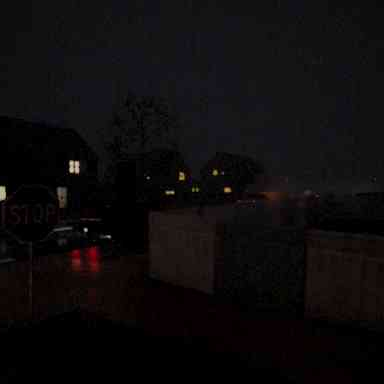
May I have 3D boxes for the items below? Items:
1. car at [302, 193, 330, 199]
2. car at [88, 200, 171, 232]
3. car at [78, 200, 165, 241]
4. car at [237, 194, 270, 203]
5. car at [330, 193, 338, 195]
[{"bbox_3d":[14.654,1.038,40.415,2.033,1.411,5.357,0,1,36],"label":"car"},{"bbox_3d":[-3.545,1.298,19.800,1.837,1.490,4.892,0,1,35],"label":"car"},{"bbox_3d":[-2.975,1.320,15.679,2.128,1.511,4.902,0,1,35],"label":"car"},{"bbox_3d":[6.291,0.957,33.628,2.097,1.767,4.553,0,1,36],"label":"car"},{"bbox_3d":[20.306,0.859,48.452,1.882,1.535,5.008,0,1,35],"label":"car"}]
